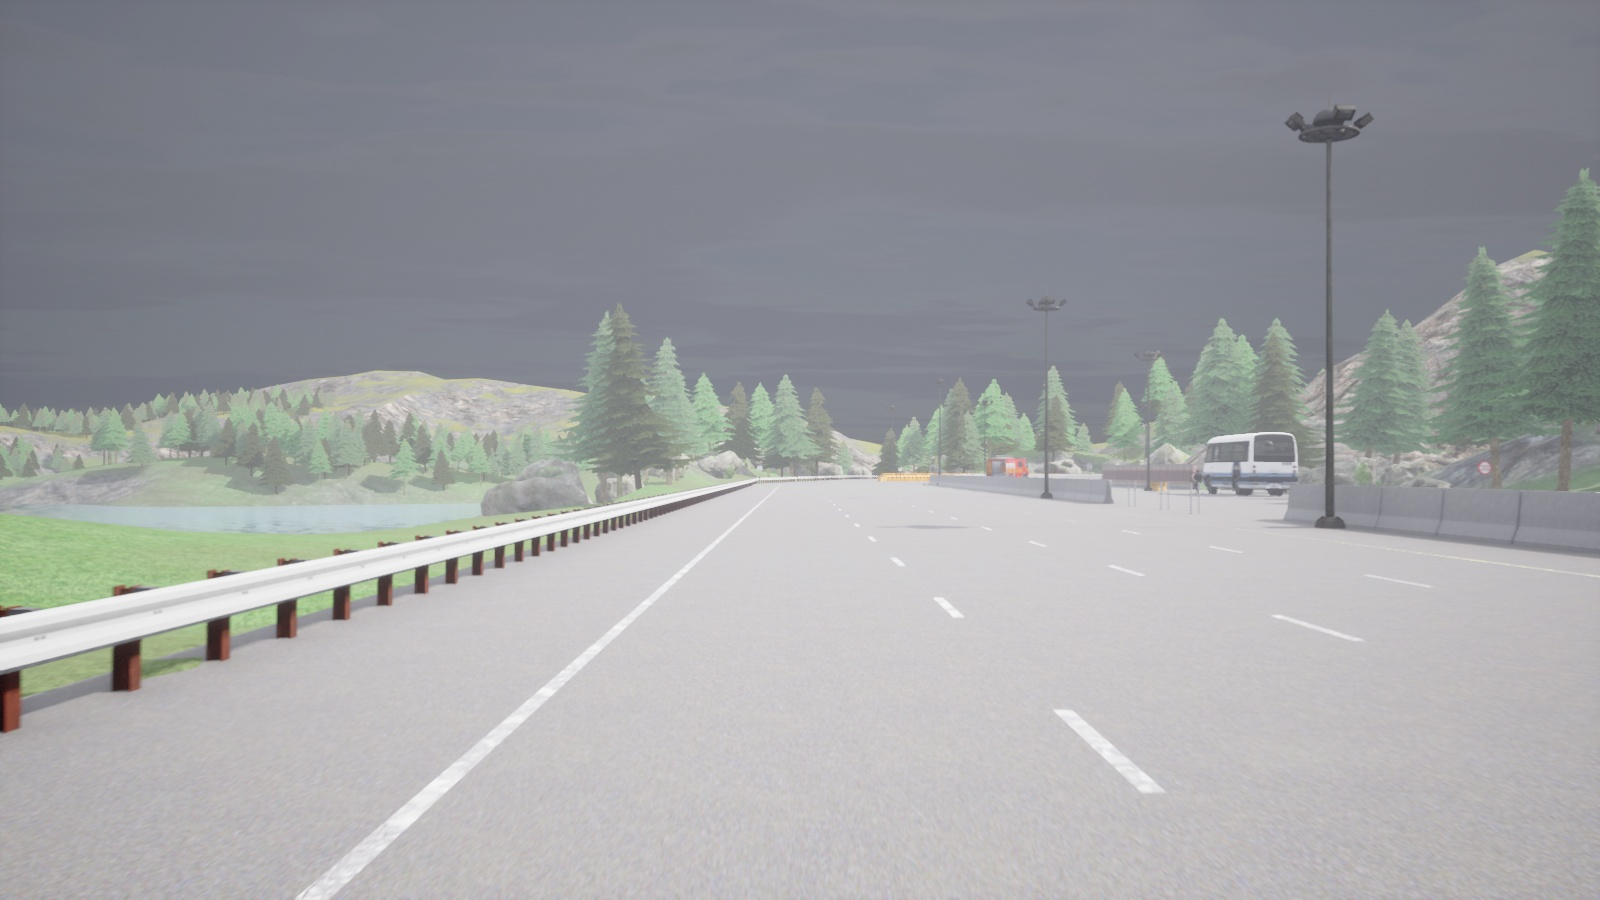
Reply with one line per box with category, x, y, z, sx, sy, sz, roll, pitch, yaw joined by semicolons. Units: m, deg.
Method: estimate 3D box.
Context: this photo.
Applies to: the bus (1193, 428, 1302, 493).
bus;31.287;0.792;88.339;3.944;4.253;10.273;0;-1;0
